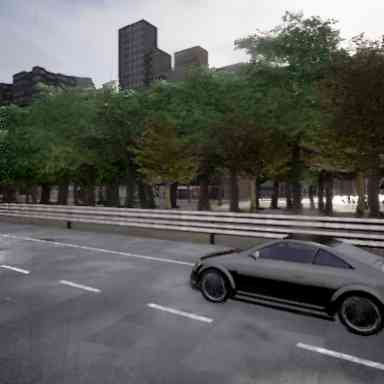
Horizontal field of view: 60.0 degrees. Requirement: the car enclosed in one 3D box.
[{"bbox_3d":[2.012,1.567,6.734,4.181,1.385,1.994,0,0,36],"label":"car"}]
